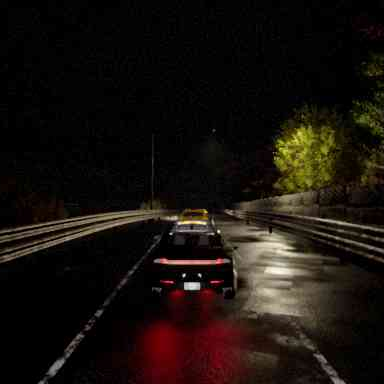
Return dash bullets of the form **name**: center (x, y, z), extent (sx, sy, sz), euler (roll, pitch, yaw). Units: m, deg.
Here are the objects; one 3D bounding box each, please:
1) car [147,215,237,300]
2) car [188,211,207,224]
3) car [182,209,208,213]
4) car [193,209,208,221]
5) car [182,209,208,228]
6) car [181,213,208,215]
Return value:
- **car**: center (-0.003, 1.560, 8.549), extent (2.128, 1.511, 4.902), euler (0, -1, 0)
- **car**: center (0.659, 2.710, 35.786), extent (1.895, 1.301, 4.718), euler (0, -3, 3)
- **car**: center (0.097, 1.898, 21.331), extent (1.882, 1.535, 5.008), euler (0, -2, 1)
- **car**: center (1.167, 3.051, 45.110), extent (1.882, 1.535, 5.008), euler (0, -3, 4)
- **car**: center (0.320, 2.300, 29.799), extent (2.128, 1.511, 4.902), euler (0, -3, 2)
- **car**: center (0.010, 1.798, 14.560), extent (1.895, 1.301, 4.718), euler (0, -2, 0)
